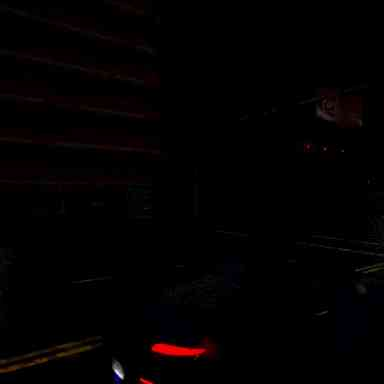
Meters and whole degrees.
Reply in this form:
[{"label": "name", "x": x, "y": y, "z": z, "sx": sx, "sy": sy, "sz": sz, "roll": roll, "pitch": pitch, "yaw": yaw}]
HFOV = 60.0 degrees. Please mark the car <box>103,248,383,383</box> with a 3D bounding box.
[{"label": "car", "x": 1.155, "y": 1.527, "z": 4.565, "sx": 4.674, "sy": 1.442, "sz": 1.812, "roll": 0, "pitch": 0, "yaw": -36}]
